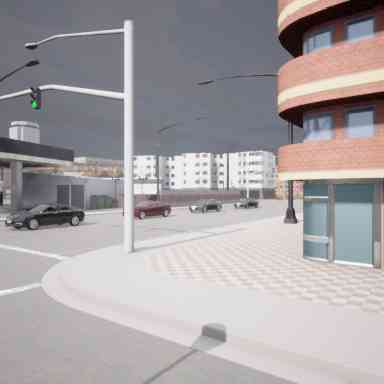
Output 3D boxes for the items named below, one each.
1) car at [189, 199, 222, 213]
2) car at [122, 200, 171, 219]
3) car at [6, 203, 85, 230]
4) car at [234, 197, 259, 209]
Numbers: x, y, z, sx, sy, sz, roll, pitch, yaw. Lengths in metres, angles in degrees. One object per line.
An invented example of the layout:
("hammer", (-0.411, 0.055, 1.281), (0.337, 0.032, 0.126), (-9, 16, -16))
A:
("car", (1.553, 1.491, 36.858), (2.128, 1.511, 4.902), (0, 0, 35))
("car", (-3.866, 1.478, 29.011), (1.882, 1.535, 5.008), (0, 0, 34))
("car", (-9.191, 1.505, 21.231), (1.837, 1.490, 4.892), (0, 0, 34))
("car", (7.462, 1.491, 45.384), (2.128, 1.511, 4.902), (0, 0, 35))
